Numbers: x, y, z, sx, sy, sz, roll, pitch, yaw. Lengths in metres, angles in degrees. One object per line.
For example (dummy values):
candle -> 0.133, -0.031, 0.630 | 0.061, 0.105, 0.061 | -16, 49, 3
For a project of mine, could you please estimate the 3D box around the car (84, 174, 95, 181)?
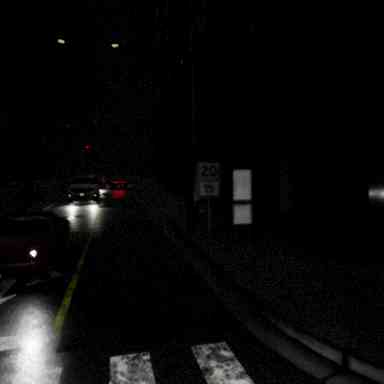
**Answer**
car -> -21.249, -2.967, 69.034 | 2.008, 1.369, 4.403 | 0, 3, -13

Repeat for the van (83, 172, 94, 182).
van -> -20.479, -2.982, 65.797 | 1.690, 1.788, 3.998 | 0, 3, -13

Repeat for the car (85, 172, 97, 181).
car -> -22.395, -3.493, 73.863 | 2.192, 1.841, 5.009 | 0, 3, -13

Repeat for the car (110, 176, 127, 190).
car -> -9.073, -1.164, 41.064 | 1.837, 1.490, 4.892 | -1, 5, -13

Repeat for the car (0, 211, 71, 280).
car -> -4.439, 1.242, 8.726 | 1.895, 1.301, 4.718 | -1, 3, -13

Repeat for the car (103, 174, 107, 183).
car -> -12.512, -1.677, 43.436 | 1.882, 1.535, 5.008 | -1, 5, -13

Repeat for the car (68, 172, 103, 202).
car -> -8.896, -0.357, 27.659 | 2.150, 2.045, 5.566 | -1, 5, -13

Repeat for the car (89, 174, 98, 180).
car -> -24.842, -3.872, 84.152 | 1.887, 1.381, 4.507 | 0, 3, -13
